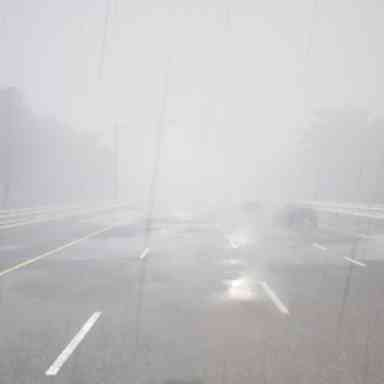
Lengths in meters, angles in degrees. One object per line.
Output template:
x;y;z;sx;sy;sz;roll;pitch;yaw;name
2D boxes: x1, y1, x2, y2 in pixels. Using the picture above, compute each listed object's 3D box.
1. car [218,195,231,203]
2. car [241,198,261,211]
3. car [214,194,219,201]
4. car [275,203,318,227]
7.270;1.505;71.101;1.812;1.442;4.674;0;0;0;car
7.085;1.495;40.248;1.882;1.535;5.008;0;0;0;car
7.384;1.486;86.135;1.812;1.442;4.674;0;0;0;car
7.027;1.506;22.722;1.837;1.490;4.892;0;0;0;car
